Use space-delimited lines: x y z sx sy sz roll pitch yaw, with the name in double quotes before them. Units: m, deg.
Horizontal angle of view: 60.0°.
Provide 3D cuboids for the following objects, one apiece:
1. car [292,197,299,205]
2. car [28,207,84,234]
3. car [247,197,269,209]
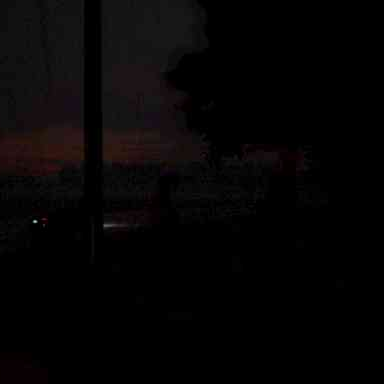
"car" 18.845 1.601 62.372 1.812 1.442 4.674 3 1 30
"car" -7.615 1.591 20.106 1.994 1.385 4.181 3 2 31
"car" 9.133 1.538 45.887 1.837 1.490 4.892 3 1 32
